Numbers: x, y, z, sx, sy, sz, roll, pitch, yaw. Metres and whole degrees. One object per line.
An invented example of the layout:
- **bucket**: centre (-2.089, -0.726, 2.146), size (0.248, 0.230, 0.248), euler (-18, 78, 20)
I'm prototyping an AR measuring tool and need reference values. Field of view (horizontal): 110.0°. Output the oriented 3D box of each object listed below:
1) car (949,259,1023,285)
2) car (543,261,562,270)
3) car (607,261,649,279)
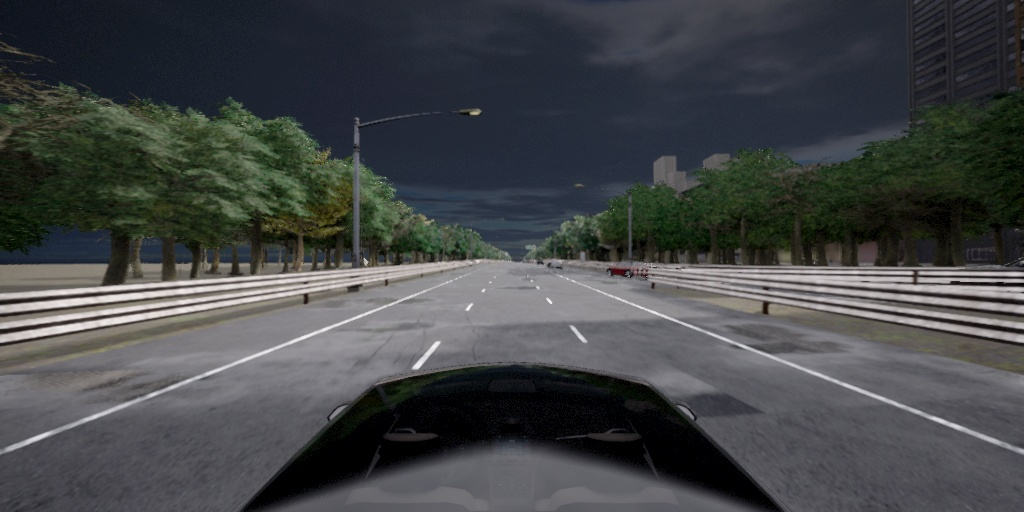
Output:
- **car**: centre (20.819, 0.743, 13.488), size (2.150, 2.045, 5.566), euler (0, -2, -31)
- **car**: centre (7.039, 1.491, 59.817), size (1.994, 1.385, 4.181), euler (0, 0, -6)
- **car**: centre (11.330, 1.244, 35.425), size (2.097, 1.767, 4.553), euler (0, 0, -19)
